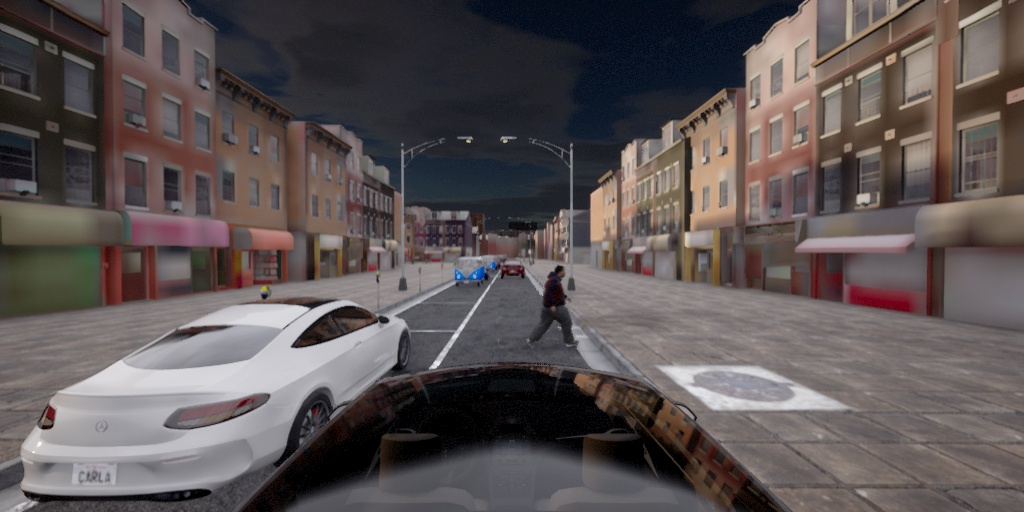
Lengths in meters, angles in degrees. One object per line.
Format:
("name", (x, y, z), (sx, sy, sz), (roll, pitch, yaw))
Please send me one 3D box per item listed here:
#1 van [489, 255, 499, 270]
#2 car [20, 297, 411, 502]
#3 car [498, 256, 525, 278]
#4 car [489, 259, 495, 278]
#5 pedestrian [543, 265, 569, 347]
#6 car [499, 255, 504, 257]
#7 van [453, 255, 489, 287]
("van", (-2.645, 0.856, 39.117), (1.690, 1.789, 3.998), (0, 0, 0))
("car", (-2.751, 1.257, 4.666), (1.812, 1.442, 4.674), (0, 0, 0))
("car", (0.074, 1.043, 30.745), (1.882, 1.535, 5.008), (0, 1, 0))
("car", (-2.643, 1.147, 28.249), (1.948, 1.339, 4.313), (0, 0, 0))
("pedestrian", (0.917, 1.006, 7.497), (0.375, 1.860, 0.375), (0, 1, 0))
("car", (-2.647, 0.767, 49.984), (2.192, 1.841, 5.009), (0, 0, 0))
("van", (-2.642, 0.955, 22.816), (1.690, 1.789, 3.998), (0, 0, 0))
